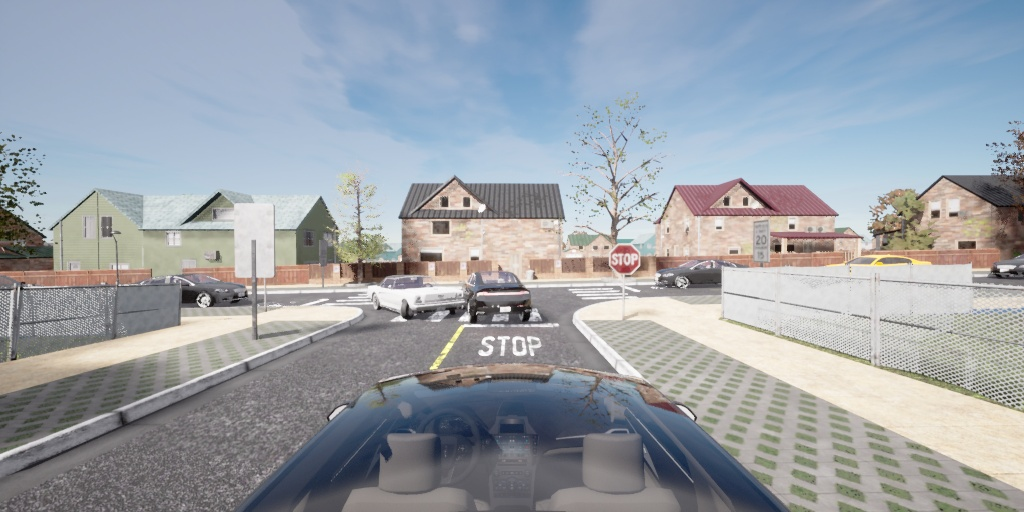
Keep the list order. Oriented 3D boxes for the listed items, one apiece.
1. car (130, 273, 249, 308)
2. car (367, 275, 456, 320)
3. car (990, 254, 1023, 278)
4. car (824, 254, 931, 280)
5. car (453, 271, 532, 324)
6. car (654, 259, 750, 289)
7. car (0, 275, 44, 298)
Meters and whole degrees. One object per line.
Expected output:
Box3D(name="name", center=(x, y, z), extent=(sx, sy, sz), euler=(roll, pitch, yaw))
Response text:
Box3D(name="car", center=(-14.902, 1.566, 16.486), extent=(4.902, 1.511, 2.128), euler=(-1, 1, 0))
Box3D(name="car", center=(-3.602, 1.368, 12.990), extent=(1.895, 1.301, 4.718), euler=(0, 0, -38))
Box3D(name="car", center=(29.386, 0.478, 19.612), extent=(4.902, 1.511, 2.128), euler=(-1, 1, 0))
Box3D(name="car", center=(19.762, 0.691, 19.576), extent=(5.008, 1.535, 1.882), euler=(-1, 1, -1))
Box3D(name="car", center=(-0.685, 1.243, 12.131), extent=(2.128, 1.511, 4.902), euler=(0, 0, -12))
Box3D(name="car", center=(10.331, 0.926, 19.539), extent=(4.902, 1.511, 2.128), euler=(-1, 1, 0))
Box3D(name="car", center=(-24.239, 1.648, 16.446), extent=(4.553, 1.767, 2.097), euler=(-1, 1, 0))
